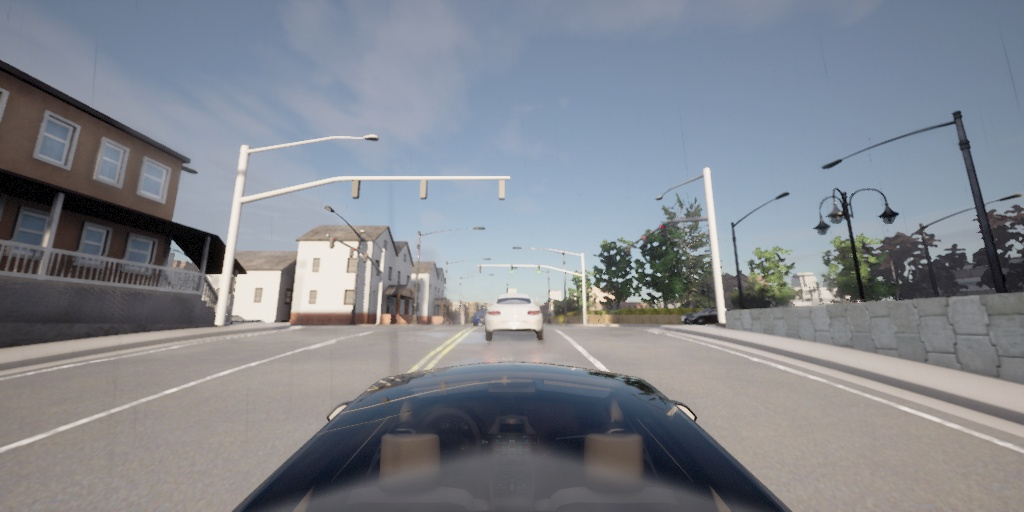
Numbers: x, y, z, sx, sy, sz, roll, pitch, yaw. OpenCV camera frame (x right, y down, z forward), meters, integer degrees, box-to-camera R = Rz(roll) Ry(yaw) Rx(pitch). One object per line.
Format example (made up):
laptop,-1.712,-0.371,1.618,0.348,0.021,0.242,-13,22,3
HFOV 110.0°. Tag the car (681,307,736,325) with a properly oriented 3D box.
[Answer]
car,15.983,4.803,28.385,4.902,1.511,2.128,0,-11,1

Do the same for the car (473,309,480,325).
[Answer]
car,-3.615,7.718,45.361,2.150,2.045,5.566,0,-11,0

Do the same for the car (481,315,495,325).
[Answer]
car,-3.610,9.926,55.474,1.812,1.442,4.674,0,-11,0

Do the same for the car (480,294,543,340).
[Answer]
car,0.080,2.079,12.745,1.812,1.442,4.674,-1,-7,0

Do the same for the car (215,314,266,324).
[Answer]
car,-20.153,5.093,25.026,5.566,2.045,2.150,-9,-10,-1
